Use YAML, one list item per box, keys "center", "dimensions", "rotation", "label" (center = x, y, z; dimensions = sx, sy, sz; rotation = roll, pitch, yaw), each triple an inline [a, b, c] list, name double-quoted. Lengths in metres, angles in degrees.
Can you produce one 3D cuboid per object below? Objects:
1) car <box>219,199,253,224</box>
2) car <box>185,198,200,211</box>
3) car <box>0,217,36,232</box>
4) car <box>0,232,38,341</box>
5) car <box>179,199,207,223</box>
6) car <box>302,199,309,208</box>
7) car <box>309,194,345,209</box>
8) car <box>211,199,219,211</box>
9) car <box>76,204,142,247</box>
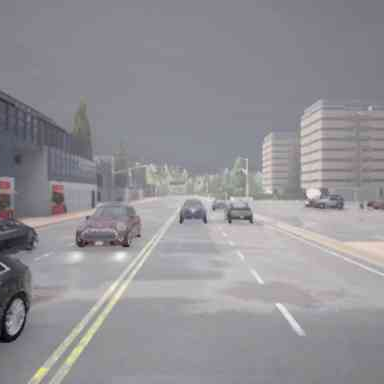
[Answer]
- center: [3.518, 1.559, 25.740]
  dimensions: [2.128, 1.511, 4.902]
  rotation: [0, 0, 0]
  label: "car"
- center: [0.029, 1.587, 43.134]
  dimensions: [1.882, 1.535, 5.008]
  rotation: [0, 0, 0]
  label: "car"
- center: [-7.094, 1.593, 11.521]
  dimensions: [1.994, 1.385, 4.181]
  rotation: [0, 0, 0]
  label: "car"
- center: [-3.599, 1.515, 3.714]
  dimensions: [1.837, 1.490, 4.892]
  rotation: [0, 0, 0]
  label: "car"
- center: [0.088, 1.419, 26.631]
  dimensions: [2.097, 1.767, 4.553]
  rotation: [0, 0, 0]
  label: "car"
- center: [17.754, 1.272, 46.085]
  dimensions: [4.605, 1.855, 1.932]
  rotation: [0, 0, -2]
  label: "car"
- center: [17.775, 1.268, 43.191]
  dimensions: [3.866, 1.878, 1.905]
  rotation: [0, 0, -2]
  label: "car"
- center: [3.531, 1.636, 43.023]
  dimensions: [1.812, 1.442, 4.674]
  rotation: [0, 0, 0]
  label: "car"
- center: [-3.589, 1.390, 15.084]
  dimensions: [2.097, 1.767, 4.553]
  rotation: [0, 0, 0]
  label: "car"
